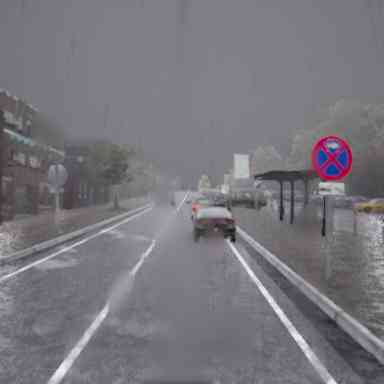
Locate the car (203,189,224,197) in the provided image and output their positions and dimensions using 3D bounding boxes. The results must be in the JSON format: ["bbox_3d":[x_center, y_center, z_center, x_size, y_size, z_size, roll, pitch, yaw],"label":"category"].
[{"bbox_3d":[5.630,0.252,88.281,5.566,2.045,2.435,0,1,0],"label":"car"}]

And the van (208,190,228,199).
[{"bbox_3d":[5.795,0.528,74.268,4.442,1.987,1.878,0,1,0],"label":"van"}]

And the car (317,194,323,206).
[{"bbox_3d":[18.811,1.203,41.487,5.008,1.535,2.097,0,1,0],"label":"car"}]

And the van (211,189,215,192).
[{"bbox_3d":[5.595,0.871,51.840,4.442,1.987,1.878,0,1,0],"label":"van"}]

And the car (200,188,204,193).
[{"bbox_3d":[5.634,0.302,85.479,5.566,2.045,2.435,0,1,0],"label":"car"}]

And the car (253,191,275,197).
[{"bbox_3d":[18.556,0.545,85.900,5.366,1.575,1.946,0,1,0],"label":"car"}]

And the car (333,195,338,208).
[{"bbox_3d":[18.816,1.232,38.711,4.892,1.521,2.231,0,1,0],"label":"car"}]

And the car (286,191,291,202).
[{"bbox_3d":[18.970,1.054,55.368,5.366,1.575,1.946,0,1,0],"label":"car"}]

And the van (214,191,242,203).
[{"bbox_3d":[5.824,0.838,54.642,4.442,1.987,1.878,0,1,0],"label":"van"}]

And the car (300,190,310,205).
[{"bbox_3d":[18.769,0.896,47.036,5.566,2.045,2.435,0,1,0],"label":"car"}]

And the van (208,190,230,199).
[{"bbox_3d":[5.799,0.579,71.465,4.442,1.987,1.878,0,1,0],"label":"van"}]

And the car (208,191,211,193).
[{"bbox_3d":[5.696,1.031,60.255,4.674,1.452,2.002,0,1,0],"label":"car"}]

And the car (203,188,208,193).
[{"bbox_3d":[5.659,0.603,68.661,5.566,2.045,2.435,0,1,0],"label":"car"}]

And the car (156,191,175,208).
[{"bbox_3d":[-3.342,0.914,43.222,2.150,2.045,5.566,0,1,0],"label":"car"}]

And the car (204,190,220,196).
[{"bbox_3d":[5.619,0.278,93.889,4.553,1.767,2.185,0,1,0],"label":"car"}]

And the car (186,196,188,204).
[{"bbox_3d":[-0.001,1.190,51.740,1.895,1.301,4.718,0,1,0],"label":"car"}]

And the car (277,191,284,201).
[{"bbox_3d":[18.806,1.012,60.922,4.792,1.488,2.163,0,1,0],"label":"car"}]

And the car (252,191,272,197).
[{"bbox_3d":[18.743,0.499,88.676,4.892,1.521,2.231,0,1,0],"label":"car"}]

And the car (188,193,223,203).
[{"bbox_3d":[0.972,1.223,26.078,2.097,1.767,4.553,0,1,0],"label":"car"}]

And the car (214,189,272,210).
[{"bbox_3d":[5.703,0.988,37.820,5.566,2.045,2.435,0,1,0],"label":"car"}]

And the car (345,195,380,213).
[{"bbox_3d":[18.632,1.284,33.161,5.366,1.575,1.946,0,1,0],"label":"car"}]

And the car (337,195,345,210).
[{"bbox_3d":[18.843,1.289,35.937,4.792,1.488,2.163,0,1,0],"label":"car"}]

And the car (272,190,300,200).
[{"bbox_3d":[18.745,0.688,63.693,5.566,2.045,2.435,0,1,0],"label":"car"}]

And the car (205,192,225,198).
[{"bbox_3d":[5.664,0.644,82.681,4.674,1.452,2.002,0,1,0],"label":"car"}]

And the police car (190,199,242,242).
[{"bbox_3d":[0.973,1.379,16.209,1.930,1.638,5.238,0,0,0],"label":"police car"}]

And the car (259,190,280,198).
[{"bbox_3d":[18.780,0.521,80.349,4.553,1.767,2.185,0,1,0],"label":"car"}]

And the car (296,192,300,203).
[{"bbox_3d":[18.788,1.121,49.813,4.892,1.521,2.231,0,1,0],"label":"car"}]

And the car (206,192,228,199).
[{"bbox_3d":[5.668,0.705,77.075,4.892,1.521,2.231,0,1,0],"label":"car"}]

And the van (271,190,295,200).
[{"bbox_3d":[18.882,0.620,69.245,4.442,1.987,1.878,0,1,0],"label":"van"}]

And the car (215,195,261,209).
[{"bbox_3d":[5.542,1.208,40.626,5.366,1.575,1.946,0,1,0],"label":"car"}]

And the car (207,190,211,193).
[{"bbox_3d":[5.701,0.949,63.057,4.892,1.521,2.231,0,1,0],"label":"car"}]

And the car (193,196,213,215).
[{"bbox_3d":[0.972,1.265,32.307,1.801,1.575,5.366,0,1,0],"label":"car"}]

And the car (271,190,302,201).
[{"bbox_3d":[18.798,0.644,66.469,5.566,2.045,2.435,0,1,0],"label":"car"}]

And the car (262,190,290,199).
[{"bbox_3d":[18.786,0.495,74.795,5.566,2.045,2.435,0,1,0],"label":"car"}]

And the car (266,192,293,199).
[{"bbox_3d":[18.948,0.793,72.023,5.366,1.575,1.946,0,1,0],"label":"car"}]

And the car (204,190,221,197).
[{"bbox_3d":[5.623,0.328,91.086,4.553,1.767,2.185,0,1,0],"label":"car"}]

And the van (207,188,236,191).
[{"bbox_3d":[5.807,0.678,65.861,4.442,1.987,1.878,0,1,0],"label":"van"}]

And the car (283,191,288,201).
[{"bbox_3d":[18.752,1.054,58.139,4.792,1.488,2.163,0,1,0],"label":"car"}]

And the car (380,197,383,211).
[{"bbox_3d":[18.797,1.372,27.610,4.792,1.488,2.163,0,1,0],"label":"car"}]

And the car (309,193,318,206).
[{"bbox_3d":[18.807,1.175,44.263,5.008,1.535,2.097,0,1,0],"label":"car"}]

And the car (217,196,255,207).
[{"bbox_3d":[5.726,1.223,43.430,4.674,1.452,2.002,0,1,0],"label":"car"}]

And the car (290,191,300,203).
[{"bbox_3d":[18.785,1.089,52.590,5.008,1.535,2.097,0,1,0],"label":"car"}]
